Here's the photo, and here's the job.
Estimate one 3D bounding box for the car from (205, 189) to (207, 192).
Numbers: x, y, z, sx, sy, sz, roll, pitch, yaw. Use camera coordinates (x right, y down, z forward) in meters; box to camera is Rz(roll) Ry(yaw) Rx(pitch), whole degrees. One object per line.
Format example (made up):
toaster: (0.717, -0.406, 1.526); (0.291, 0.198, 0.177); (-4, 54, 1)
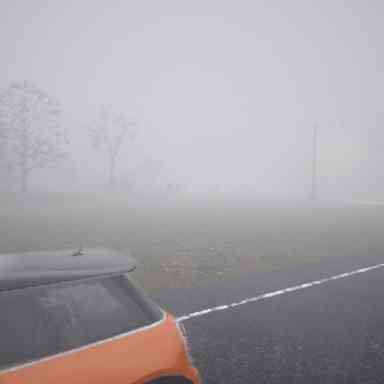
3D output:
car: (4.926, -0.705, 76.030); (1.994, 1.385, 4.181); (0, 2, -36)

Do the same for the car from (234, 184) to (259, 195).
car: (10.999, -0.576, 67.586); (2.150, 2.045, 5.566); (0, 2, -36)

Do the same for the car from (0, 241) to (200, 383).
car: (-2.183, 1.344, 2.272); (4.553, 1.767, 2.097); (0, 0, -36)
